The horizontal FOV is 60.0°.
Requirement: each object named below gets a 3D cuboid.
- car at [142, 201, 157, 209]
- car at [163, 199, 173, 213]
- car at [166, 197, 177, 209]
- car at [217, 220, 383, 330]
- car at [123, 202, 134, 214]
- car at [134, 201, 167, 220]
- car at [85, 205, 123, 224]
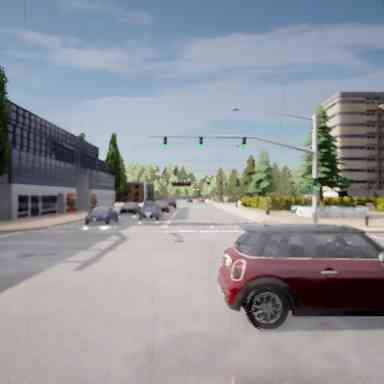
[{"bbox_3d":[-7.496,2.262,59.365,2.033,1.411,5.357,0,-1,0],"label":"car"},{"bbox_3d":[-3.993,2.016,44.777,1.882,1.535,5.008,0,-1,0],"label":"car"},{"bbox_3d":[-3.994,1.959,61.243,2.150,2.045,5.566,0,-1,0],"label":"car"},{"bbox_3d":[2.824,1.432,6.639,4.553,1.767,2.097,0,-1,-2],"label":"car"},{"bbox_3d":[-7.480,1.967,40.531,1.882,1.535,5.008,0,0,0],"label":"car"},{"bbox_3d":[-3.944,1.880,32.228,2.128,1.511,4.902,0,-1,0],"label":"car"},{"bbox_3d":[-7.451,1.864,27.904,1.812,1.442,4.674,0,-1,1],"label":"car"}]
